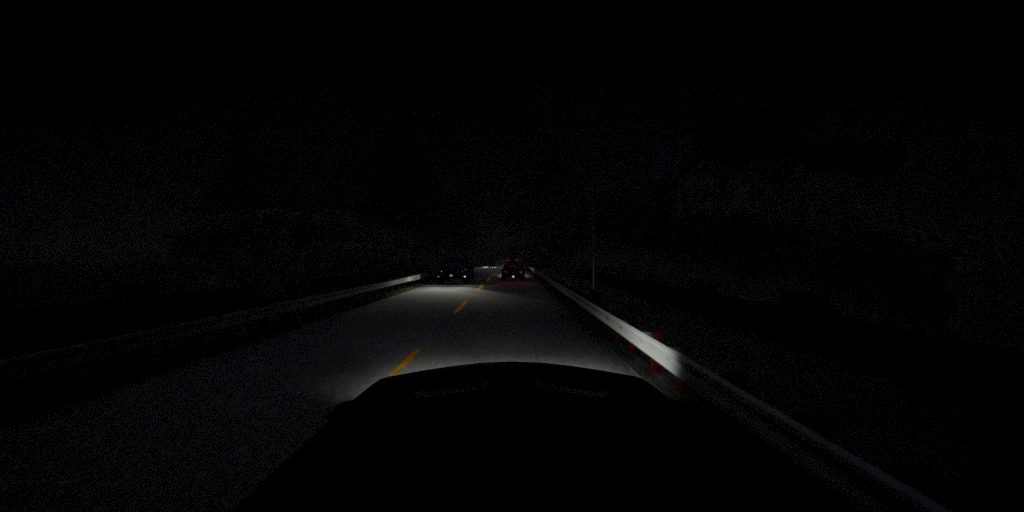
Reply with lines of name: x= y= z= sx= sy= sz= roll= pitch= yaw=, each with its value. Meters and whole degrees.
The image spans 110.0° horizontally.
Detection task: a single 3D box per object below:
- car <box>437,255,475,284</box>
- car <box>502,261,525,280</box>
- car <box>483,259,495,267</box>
car: x=-4.086 y=0.965 z=26.859 sx=2.150 sy=2.045 sz=5.566 roll=0 pitch=0 yaw=0
car: x=0.100 y=1.340 z=30.912 sx=1.895 sy=1.301 sz=4.718 roll=0 pitch=0 yaw=0
car: x=-4.005 y=1.240 z=64.544 sx=1.812 sy=1.442 sz=4.674 roll=0 pitch=1 yaw=0
